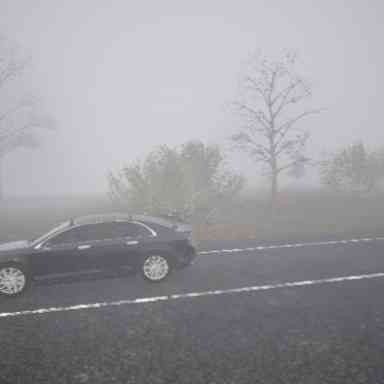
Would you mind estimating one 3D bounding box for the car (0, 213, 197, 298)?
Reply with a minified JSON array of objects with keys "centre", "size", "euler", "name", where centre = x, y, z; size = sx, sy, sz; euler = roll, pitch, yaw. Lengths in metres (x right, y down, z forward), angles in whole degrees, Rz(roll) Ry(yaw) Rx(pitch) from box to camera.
[{"centre":[-2.330,1.307,7.714],"size":[4.892,1.490,1.837],"euler":[-3,2,-12],"name":"car"}]
